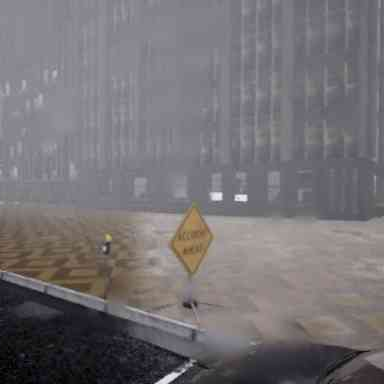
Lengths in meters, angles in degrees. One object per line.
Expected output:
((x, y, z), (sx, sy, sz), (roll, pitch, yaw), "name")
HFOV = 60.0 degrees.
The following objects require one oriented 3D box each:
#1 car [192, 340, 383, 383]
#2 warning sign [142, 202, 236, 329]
((1.870, 1.556, 1.672), (4.403, 1.369, 2.008), (0, 1, 36), "car")
((-0.017, 1.121, 5.824), (1.060, 1.860, 1.300), (1, 0, 36), "warning sign")
